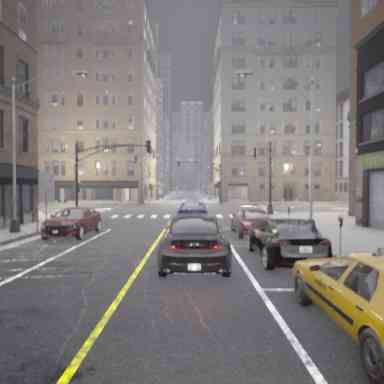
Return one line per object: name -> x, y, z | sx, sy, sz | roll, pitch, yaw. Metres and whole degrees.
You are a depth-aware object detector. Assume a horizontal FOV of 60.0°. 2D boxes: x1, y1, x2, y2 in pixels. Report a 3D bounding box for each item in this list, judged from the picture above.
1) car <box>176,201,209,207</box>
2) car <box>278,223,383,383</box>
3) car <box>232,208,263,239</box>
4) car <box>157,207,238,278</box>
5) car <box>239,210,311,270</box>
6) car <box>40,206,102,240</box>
car -> 0.048, 1.285, 20.648 | 1.882, 1.535, 5.008 | 0, 1, 1
car -> 2.869, 1.477, 5.046 | 1.752, 1.417, 4.829 | -1, 1, 0
car -> 2.876, 1.432, 16.048 | 1.802, 1.307, 4.206 | -1, 1, 0
car -> 0.071, 1.412, 9.852 | 1.837, 1.490, 4.892 | 0, 0, 0
car -> 2.872, 1.468, 10.462 | 1.947, 1.339, 4.313 | -1, 1, 0
car -> -5.670, 1.395, 16.050 | 1.887, 1.381, 4.507 | -1, 1, 0
